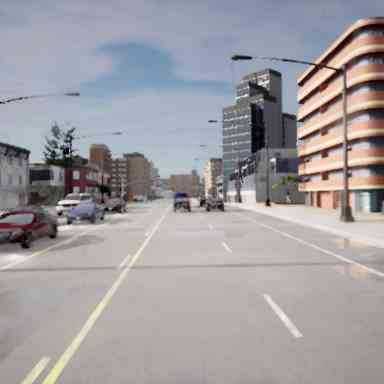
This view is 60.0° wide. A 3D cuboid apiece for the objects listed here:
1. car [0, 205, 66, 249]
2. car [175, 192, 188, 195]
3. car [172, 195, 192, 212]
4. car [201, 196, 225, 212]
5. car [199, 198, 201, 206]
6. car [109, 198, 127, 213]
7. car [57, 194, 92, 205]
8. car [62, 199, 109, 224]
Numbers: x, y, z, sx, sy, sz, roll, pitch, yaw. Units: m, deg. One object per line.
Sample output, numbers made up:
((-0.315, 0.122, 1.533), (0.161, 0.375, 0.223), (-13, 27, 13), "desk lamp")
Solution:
((-7.538, 1.571, 15.004), (1.812, 1.442, 4.674), (-1, 0, -2), "car")
((-1.451, 1.056, 46.843), (2.150, 2.045, 5.566), (-1, 0, -2), "car")
((-1.064, 1.371, 36.406), (1.837, 1.490, 4.892), (0, 0, -1), "car")
((2.472, 1.326, 36.685), (2.128, 1.511, 4.902), (-1, 0, -2), "car")
((2.036, 1.298, 47.942), (2.128, 1.511, 4.902), (-1, 0, -2), "car")
((-8.137, 1.438, 35.337), (1.837, 1.490, 4.892), (0, 0, -1), "car")
((-11.588, 1.196, 33.332), (2.150, 2.045, 5.566), (0, 0, 0), "car")
((-7.846, 1.516, 25.020), (1.812, 1.442, 4.674), (-1, 0, -2), "car")
